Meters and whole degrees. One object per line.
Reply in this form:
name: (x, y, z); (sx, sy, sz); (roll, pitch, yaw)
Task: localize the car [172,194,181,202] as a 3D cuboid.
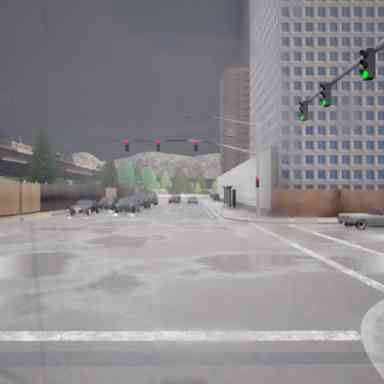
car: (-3.491, 1.304, 74.449); (1.882, 1.535, 5.008); (0, 0, 0)

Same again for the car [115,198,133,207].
car: (-10.581, 1.599, 51.907); (1.895, 1.301, 4.718); (0, 0, 0)

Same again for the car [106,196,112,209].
car: (-10.586, 1.351, 42.113); (2.097, 1.767, 4.553); (0, 0, 0)

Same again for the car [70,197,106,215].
car: (-10.599, 1.491, 33.217); (2.128, 1.511, 4.902); (0, 0, 1)

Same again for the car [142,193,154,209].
car: (-7.078, 1.220, 46.200); (2.150, 2.045, 5.566); (0, 0, 0)

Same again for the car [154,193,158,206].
car: (-7.057, 1.220, 56.929); (2.150, 2.045, 5.566); (0, 0, 0)

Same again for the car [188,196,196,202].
car: (0.010, 1.593, 74.828); (1.895, 1.301, 4.718); (0, 0, 0)

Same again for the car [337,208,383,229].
car: (11.856, 1.656, 21.162); (4.718, 1.301, 1.895); (0, 0, 0)

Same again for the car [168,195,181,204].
car: (-3.492, 1.599, 64.257); (1.895, 1.301, 4.718); (0, 0, 0)

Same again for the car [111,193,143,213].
car: (-7.083, 1.351, 36.764); (2.097, 1.767, 4.553); (0, 0, 0)

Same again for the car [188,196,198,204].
car: (0.104, 1.599, 63.495); (1.895, 1.301, 4.718); (0, 0, 0)

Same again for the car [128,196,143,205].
car: (-10.551, 1.476, 62.126); (1.882, 1.535, 5.008); (0, 0, 0)
